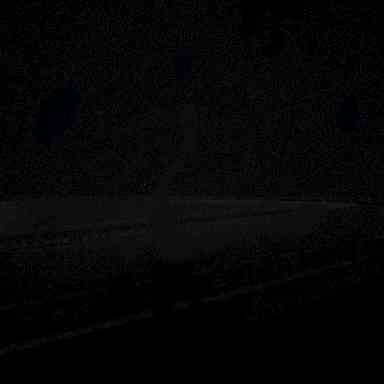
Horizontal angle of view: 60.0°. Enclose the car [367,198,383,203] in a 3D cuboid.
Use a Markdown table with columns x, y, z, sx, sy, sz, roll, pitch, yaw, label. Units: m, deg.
| x | y | z | sx | sy | sz | roll | pitch | yaw | label |
| --- | --- | --- | --- | --- | --- | --- | --- | --- | --- |
| 42.967 | 2.002 | 78.060 | 1.895 | 1.301 | 4.718 | 0 | -1 | 3 | car |
